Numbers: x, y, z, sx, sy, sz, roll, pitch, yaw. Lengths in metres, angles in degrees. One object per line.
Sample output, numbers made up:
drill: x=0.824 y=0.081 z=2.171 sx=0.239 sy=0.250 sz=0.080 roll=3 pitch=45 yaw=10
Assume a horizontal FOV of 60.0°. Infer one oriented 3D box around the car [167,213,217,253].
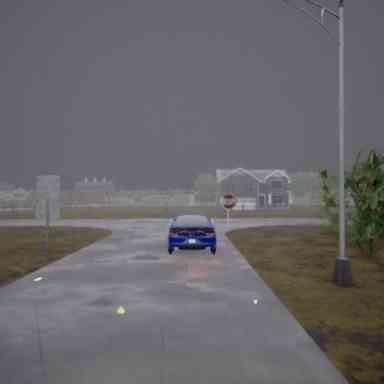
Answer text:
car: x=-0.018 y=1.629 z=14.465 sx=1.882 sy=1.535 sz=5.008 roll=0 pitch=0 yaw=-1
